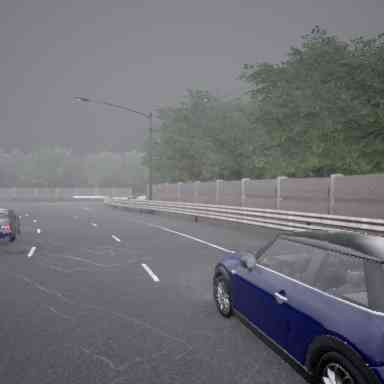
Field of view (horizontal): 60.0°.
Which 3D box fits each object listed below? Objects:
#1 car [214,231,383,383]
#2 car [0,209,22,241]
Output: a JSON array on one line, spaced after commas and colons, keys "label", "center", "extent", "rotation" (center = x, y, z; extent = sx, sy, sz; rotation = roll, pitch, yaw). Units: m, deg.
[{"label": "car", "center": [1.913, 1.352, 4.875], "extent": [2.097, 1.767, 4.553], "rotation": [0, 0, -16]}, {"label": "car", "center": [-9.454, 1.547, 16.125], "extent": [2.033, 1.411, 5.357], "rotation": [0, 0, -25]}]
